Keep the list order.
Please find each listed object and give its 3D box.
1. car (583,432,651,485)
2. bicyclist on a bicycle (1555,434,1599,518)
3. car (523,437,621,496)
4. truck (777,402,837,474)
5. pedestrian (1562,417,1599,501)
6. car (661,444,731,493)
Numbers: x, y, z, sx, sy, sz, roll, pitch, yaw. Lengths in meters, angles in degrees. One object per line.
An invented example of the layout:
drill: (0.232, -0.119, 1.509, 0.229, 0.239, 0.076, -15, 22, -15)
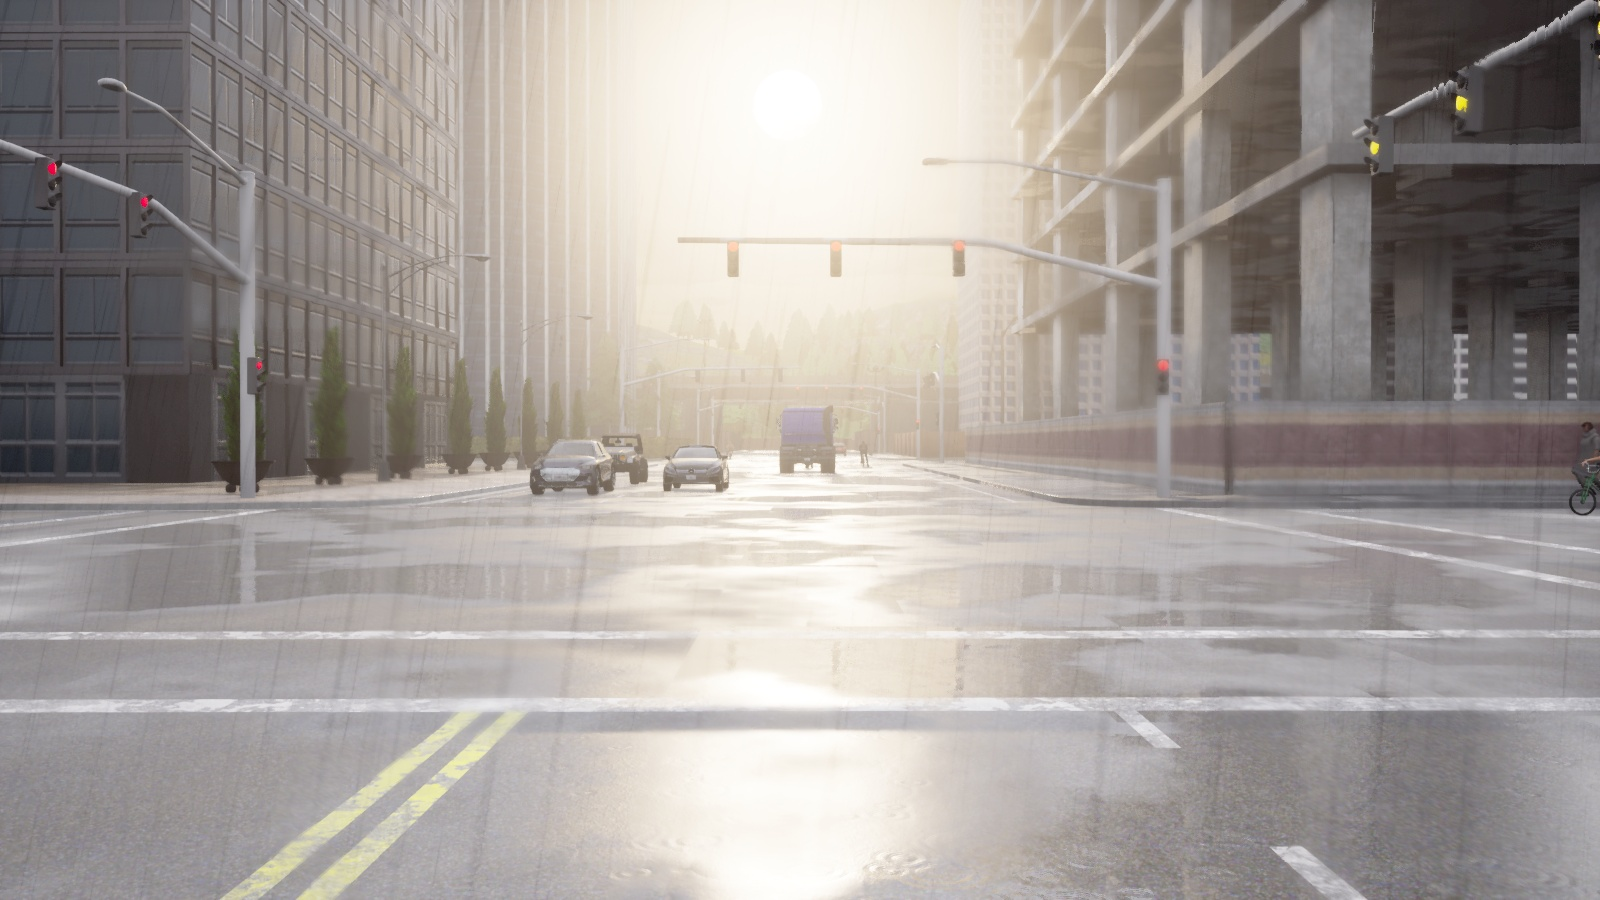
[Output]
car: (-6.726, 0.274, 46.513, 1.905, 1.878, 3.866, 0, 0, 0)
bicyclist on a bicycle: (15.731, 0.502, 24.463, 1.509, 1.612, 0.866, 0, 0, 0)
car: (-6.774, 0.457, 37.851, 2.033, 1.649, 4.856, 0, 0, 0)
truck: (0.376, -0.599, 64.556, 2.891, 3.462, 7.936, 0, 0, 0)
pedestrian: (18.579, 0.200, 29.561, 0.873, 1.952, 0.659, 0, 0, 1)
car: (-3.261, 0.543, 40.083, 1.812, 1.442, 4.674, 0, 0, 0)
